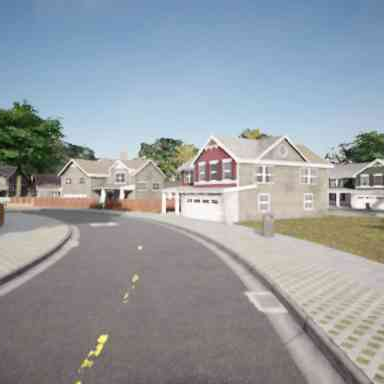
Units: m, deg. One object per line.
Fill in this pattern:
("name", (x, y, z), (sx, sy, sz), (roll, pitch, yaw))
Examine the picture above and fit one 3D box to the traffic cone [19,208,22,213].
("traffic cone", (-19.503, 2.145, 37.844), (0.340, 0.580, 0.340), (0, 0, 38))
